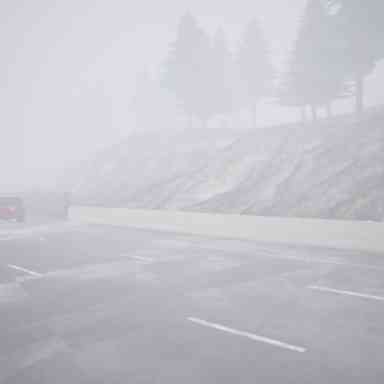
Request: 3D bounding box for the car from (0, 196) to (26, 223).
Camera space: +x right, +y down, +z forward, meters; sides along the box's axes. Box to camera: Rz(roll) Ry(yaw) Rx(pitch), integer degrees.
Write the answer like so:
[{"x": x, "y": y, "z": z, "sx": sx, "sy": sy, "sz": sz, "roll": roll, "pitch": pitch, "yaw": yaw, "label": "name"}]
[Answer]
[{"x": -14.737, "y": 1.345, "z": 25.706, "sx": 2.150, "sy": 2.045, "sz": 5.566, "roll": 0, "pitch": 0, "yaw": -45, "label": "car"}]
